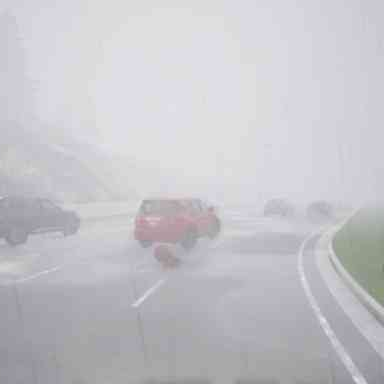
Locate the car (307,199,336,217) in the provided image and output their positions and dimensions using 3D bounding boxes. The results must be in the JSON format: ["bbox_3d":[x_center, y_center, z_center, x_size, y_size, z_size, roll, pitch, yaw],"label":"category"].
[{"bbox_3d":[12.176,1.547,31.568,1.837,1.490,4.892,0,-1,29],"label":"car"}]

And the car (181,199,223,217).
[{"bbox_3d":[1.097,1.534,33.157,2.128,1.511,4.902,0,0,29],"label":"car"}]

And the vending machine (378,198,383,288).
[{"bbox_3d":[5.031,1.206,7.644,1.100,2.100,0.880,0,0,13],"label":"vending machine"}]

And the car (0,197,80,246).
[{"bbox_3d":[-7.690,1.240,15.615,2.150,2.045,5.566,0,0,18],"label":"car"}]

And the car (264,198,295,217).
[{"bbox_3d":[8.476,1.397,32.018,2.097,1.767,4.553,0,0,28],"label":"car"}]

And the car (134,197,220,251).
[{"bbox_3d":[-0.434,1.240,14.619,2.150,2.045,5.566,0,0,21],"label":"car"}]

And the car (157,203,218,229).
[{"bbox_3d":[-0.131,1.578,23.510,2.033,1.411,5.357,0,0,28],"label":"car"}]

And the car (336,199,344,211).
[{"bbox_3d":[17.523,1.583,41.286,1.812,1.442,4.674,0,0,31],"label":"car"}]
